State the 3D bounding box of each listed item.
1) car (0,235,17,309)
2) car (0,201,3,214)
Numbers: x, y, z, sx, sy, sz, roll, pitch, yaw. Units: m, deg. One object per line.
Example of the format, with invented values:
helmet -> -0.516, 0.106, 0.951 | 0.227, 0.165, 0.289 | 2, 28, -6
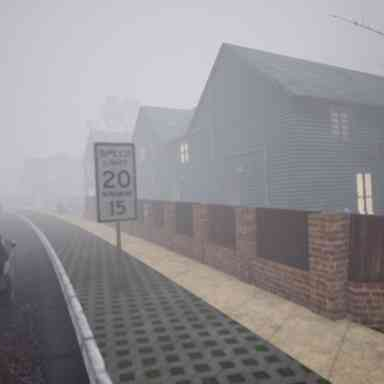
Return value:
car -> -4.868, 1.591, 7.197 | 1.895, 1.301, 4.718 | -2, 1, -26
car -> -20.861, 1.396, 34.355 | 2.097, 1.767, 4.553 | -2, 1, -34
